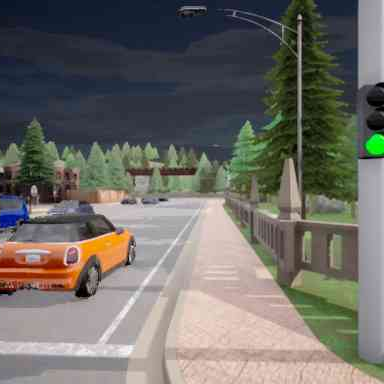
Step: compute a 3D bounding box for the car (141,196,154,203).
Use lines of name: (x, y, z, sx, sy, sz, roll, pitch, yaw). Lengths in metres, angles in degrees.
car: (-9.642, 1.584, 72.065, 1.895, 1.301, 4.718, 0, 0, 3)

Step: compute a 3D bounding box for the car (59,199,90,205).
car: (-8.994, 1.351, 24.830, 2.097, 1.767, 4.553, 0, 0, 4)

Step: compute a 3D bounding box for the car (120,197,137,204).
car: (-10.648, 1.542, 56.463, 2.033, 1.411, 5.357, 0, 0, 4)

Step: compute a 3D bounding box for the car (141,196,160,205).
car: (-7.150, 1.557, 56.351, 1.994, 1.385, 4.181, 0, 0, 4)

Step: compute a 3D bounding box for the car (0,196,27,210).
car: (-9.615, 1.223, 15.078, 2.150, 2.045, 5.566, 0, 0, 3)

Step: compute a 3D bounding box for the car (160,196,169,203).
car: (-6.168, 1.585, 71.521, 1.895, 1.301, 4.718, 0, 0, 3)

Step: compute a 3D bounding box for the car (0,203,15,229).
car: (-12.847, 1.493, 19.453, 2.128, 1.511, 4.902, 0, 0, 3)

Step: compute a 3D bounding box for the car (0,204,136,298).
car: (-2.989, 1.351, 8.779, 2.097, 1.767, 4.553, 0, 0, 5)
